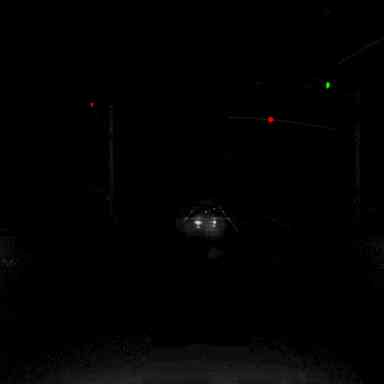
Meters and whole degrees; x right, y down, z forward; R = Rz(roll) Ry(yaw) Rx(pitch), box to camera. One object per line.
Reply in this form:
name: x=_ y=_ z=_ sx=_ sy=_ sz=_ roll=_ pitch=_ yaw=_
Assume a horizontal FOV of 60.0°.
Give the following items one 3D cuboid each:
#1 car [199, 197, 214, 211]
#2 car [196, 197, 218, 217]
car: x=1.842 y=1.470 z=41.973 sx=1.837 sy=1.490 sz=4.892 roll=0 pitch=0 yaw=3
car: x=1.353 y=1.491 z=31.549 sx=1.812 sy=1.442 sz=4.674 roll=0 pitch=0 yaw=3
